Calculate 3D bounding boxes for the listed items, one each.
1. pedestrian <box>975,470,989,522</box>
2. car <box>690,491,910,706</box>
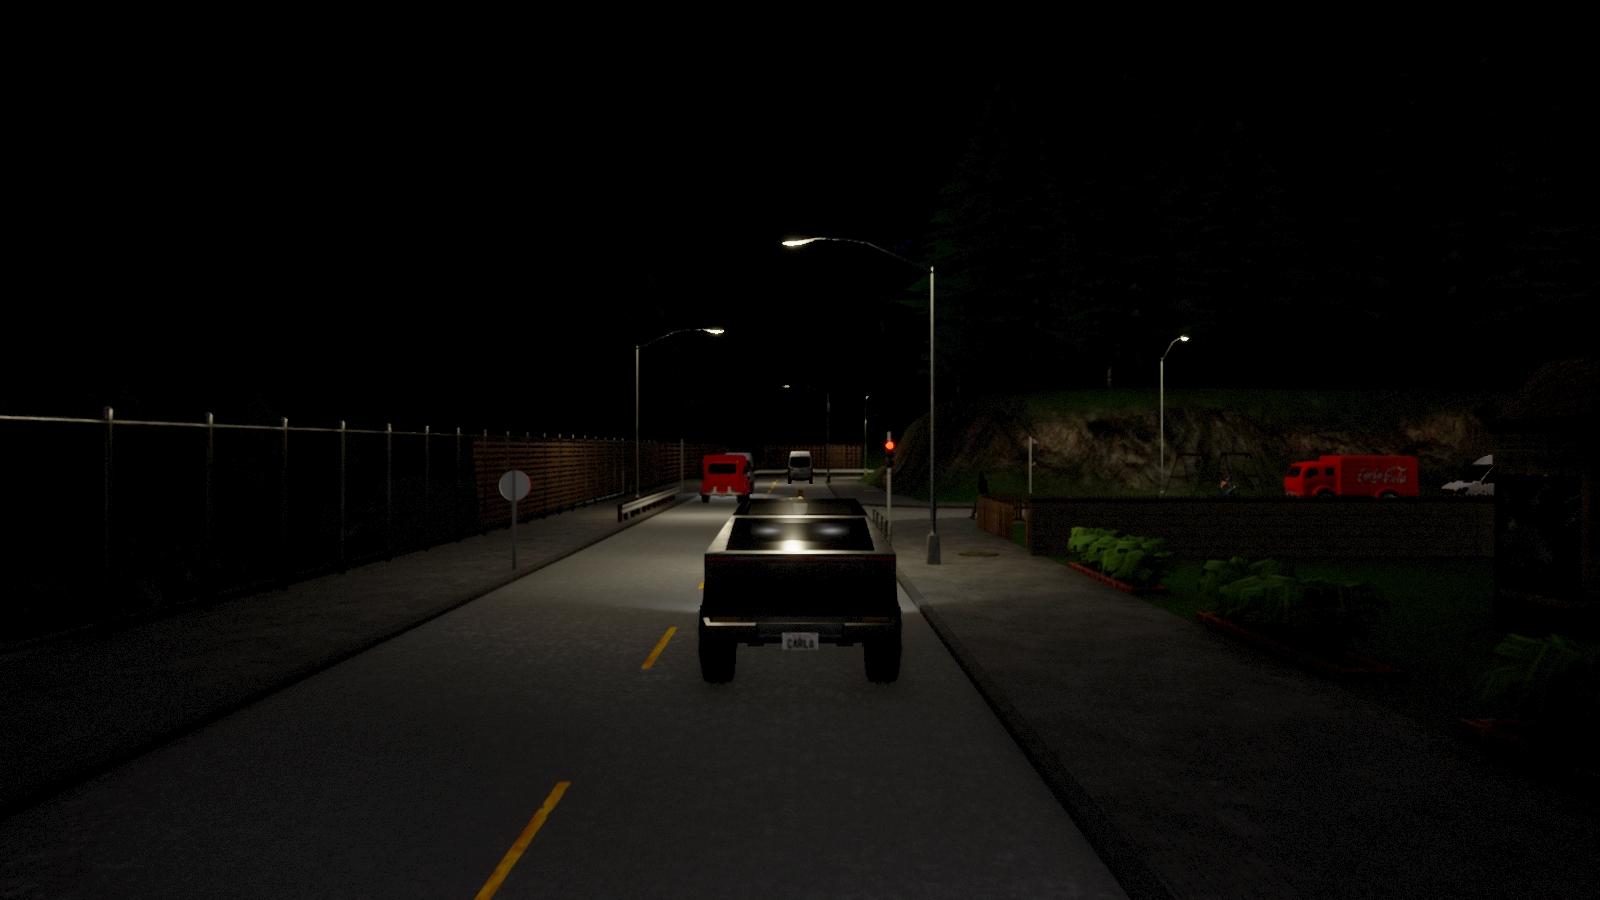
[{"bbox_3d":[6.625,1.678,41.623,0.375,1.860,0.375,0,0,-18],"label":"pedestrian"},{"bbox_3d":[0.004,1.727,15.557,2.390,2.098,6.274,0,0,0],"label":"car"}]
